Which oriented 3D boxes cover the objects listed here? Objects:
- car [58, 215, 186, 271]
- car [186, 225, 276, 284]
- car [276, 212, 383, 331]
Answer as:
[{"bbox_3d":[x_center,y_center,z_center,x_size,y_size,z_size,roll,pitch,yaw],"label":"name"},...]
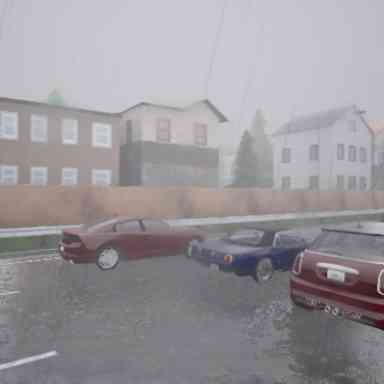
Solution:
[{"bbox_3d":[-1.756,1.502,11.094,5.008,1.535,1.882,0,0,-36],"label":"car"},{"bbox_3d":[2.388,1.639,9.751,4.718,1.301,1.895,0,0,-36],"label":"car"},{"bbox_3d":[4.078,1.387,6.660,4.553,1.767,2.097,0,0,-36],"label":"car"}]
